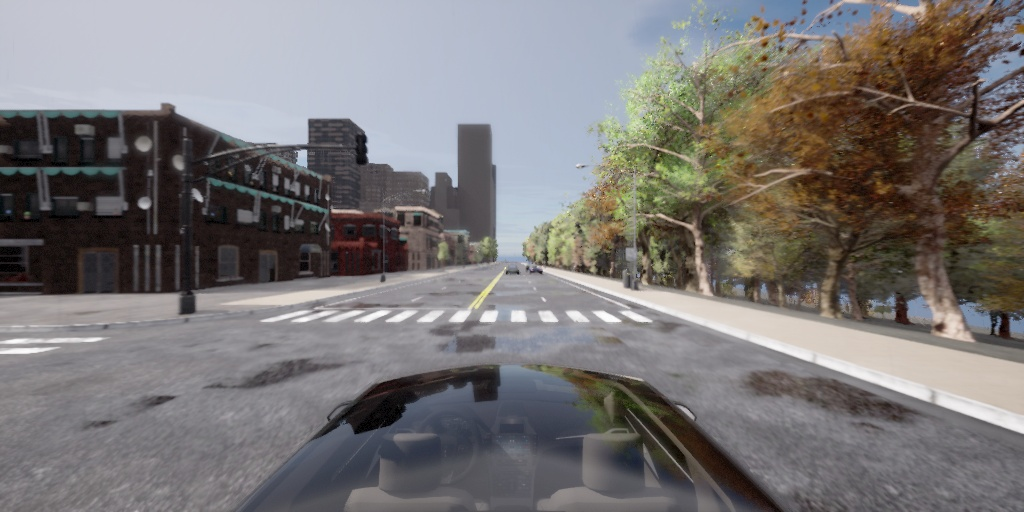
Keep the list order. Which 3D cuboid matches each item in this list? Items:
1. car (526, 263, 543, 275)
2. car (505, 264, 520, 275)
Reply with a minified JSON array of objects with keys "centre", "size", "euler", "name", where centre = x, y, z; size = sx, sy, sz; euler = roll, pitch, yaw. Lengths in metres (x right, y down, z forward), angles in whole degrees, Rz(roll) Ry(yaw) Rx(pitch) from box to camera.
[{"centre":[3.349,1.983,51.198],"size":[1.895,1.301,4.718],"euler":[0,-1,0],"name":"car"},{"centre":[0.088,1.943,50.917],"size":[1.994,1.385,4.181],"euler":[0,-1,1],"name":"car"}]
